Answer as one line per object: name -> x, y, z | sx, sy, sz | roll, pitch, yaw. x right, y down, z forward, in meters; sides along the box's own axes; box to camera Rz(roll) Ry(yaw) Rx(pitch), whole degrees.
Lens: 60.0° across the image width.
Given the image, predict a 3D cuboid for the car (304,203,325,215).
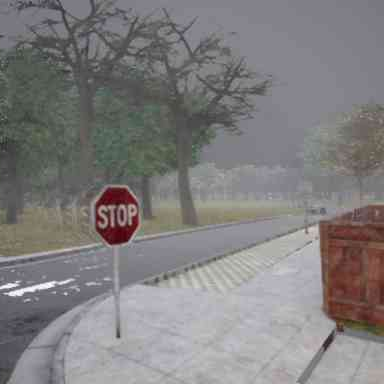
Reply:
car -> 16.910, 2.292, 45.602 | 1.882, 1.535, 5.008 | -3, -3, 35
